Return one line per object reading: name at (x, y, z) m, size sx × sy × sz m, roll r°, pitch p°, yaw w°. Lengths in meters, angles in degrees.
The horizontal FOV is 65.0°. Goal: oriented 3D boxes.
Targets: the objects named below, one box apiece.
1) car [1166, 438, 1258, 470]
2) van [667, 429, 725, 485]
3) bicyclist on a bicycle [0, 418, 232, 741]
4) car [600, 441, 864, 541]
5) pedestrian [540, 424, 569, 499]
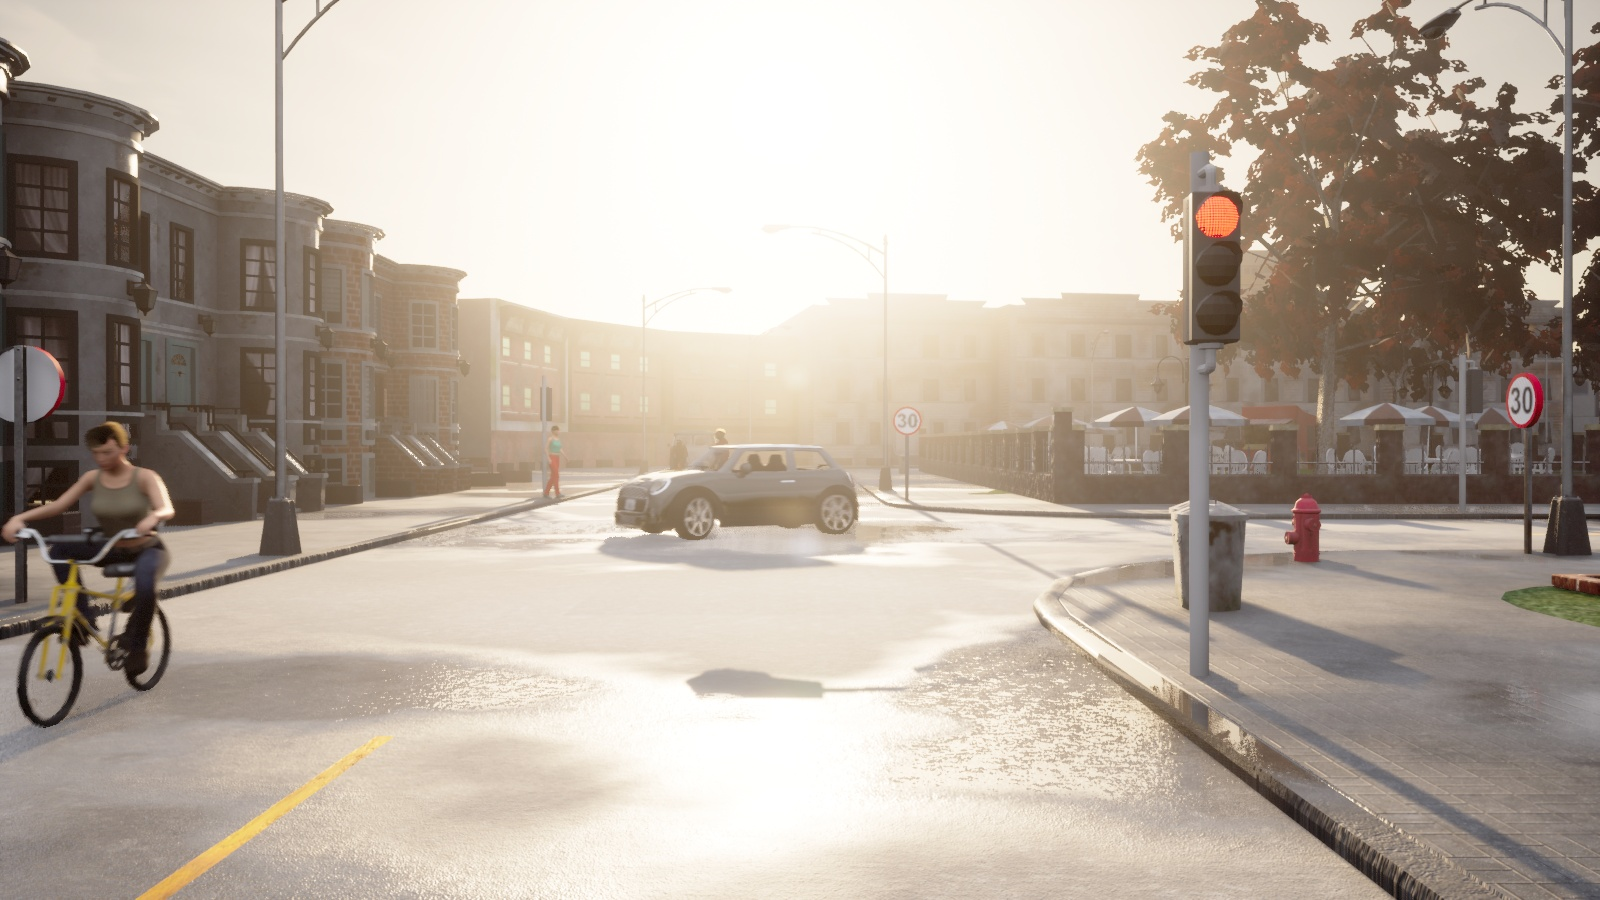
car at (23.411, 0.220, 71.529) m, size 4.553 × 1.767 × 2.097 m, roll 0°, pitch 0°, yaw 0°
van at (-3.846, 0.230, 47.095) m, size 1.775 × 1.987 × 4.442 m, roll 0°, pitch 0°, yaw 0°
bicyclist on a bicycle at (-3.949, 0.640, 7.012) m, size 0.866 × 1.612 × 1.509 m, roll 0°, pitch 0°, yaw 0°
car at (-1.090, 0.596, 20.404) m, size 3.806 × 1.475 × 1.970 m, roll 0°, pitch 0°, yaw -30°
pedestrian at (-6.045, 0.277, 30.935) m, size 0.594 × 1.836 × 0.345 m, roll 0°, pitch 0°, yaw 24°
